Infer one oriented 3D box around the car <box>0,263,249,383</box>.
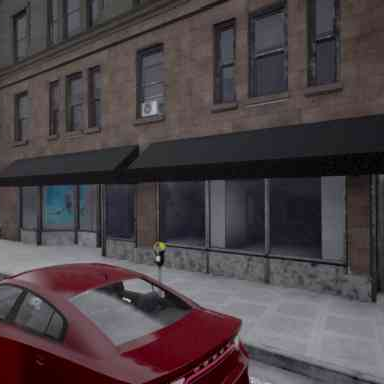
[{"bbox_3d":[-1.554,1.545,3.958,4.507,1.381,1.887,0,0,35],"label":"car"}]
